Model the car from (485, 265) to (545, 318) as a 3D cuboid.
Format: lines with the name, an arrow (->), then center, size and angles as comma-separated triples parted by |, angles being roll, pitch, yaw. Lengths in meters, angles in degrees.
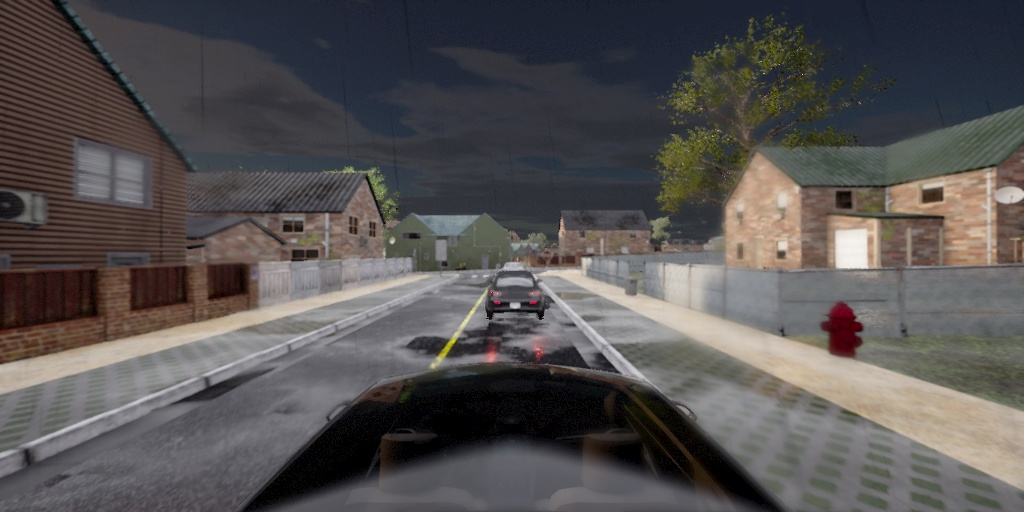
car -> 0.094, 1.226, 12.536 | 1.812, 1.442, 4.674 | 0, 0, 0

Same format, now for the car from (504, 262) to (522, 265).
car -> 0.092, 1.169, 26.303 | 1.812, 1.442, 4.674 | 0, 0, 0
